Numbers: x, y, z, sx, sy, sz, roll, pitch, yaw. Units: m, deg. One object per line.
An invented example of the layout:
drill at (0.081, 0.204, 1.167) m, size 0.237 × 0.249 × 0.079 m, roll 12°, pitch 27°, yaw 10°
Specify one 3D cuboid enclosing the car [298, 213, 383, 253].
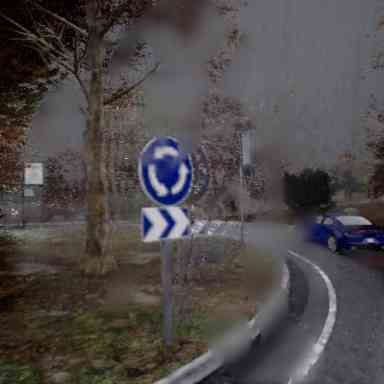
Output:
car at (6.442, 1.689, 14.880) m, size 1.882 × 1.535 × 5.008 m, roll 0°, pitch -1°, yaw -5°
